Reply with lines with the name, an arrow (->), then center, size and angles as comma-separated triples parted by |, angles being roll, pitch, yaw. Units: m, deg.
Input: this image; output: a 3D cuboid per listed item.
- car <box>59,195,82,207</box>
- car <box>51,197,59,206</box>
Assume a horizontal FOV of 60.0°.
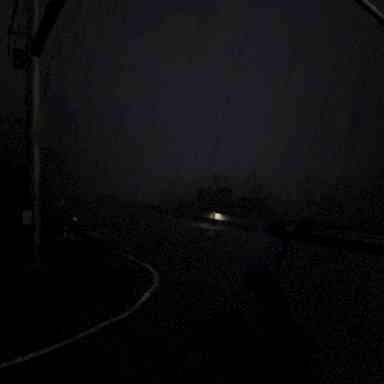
car -> -15.985, 1.201, 44.458 | 2.128, 1.511, 4.902 | 0, -2, -30
car -> -21.136, 1.502, 53.016 | 1.882, 1.535, 5.008 | 0, -1, -32
